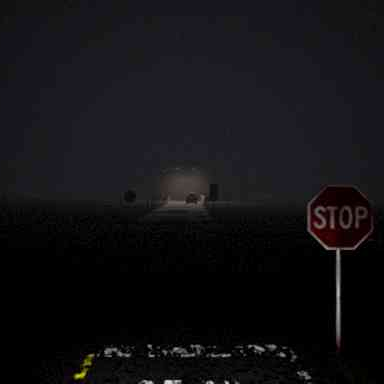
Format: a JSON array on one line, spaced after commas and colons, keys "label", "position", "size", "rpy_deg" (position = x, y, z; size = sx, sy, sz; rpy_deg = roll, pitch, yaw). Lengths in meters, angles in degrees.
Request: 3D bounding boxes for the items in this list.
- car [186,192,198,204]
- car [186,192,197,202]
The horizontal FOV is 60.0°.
[{"label": "car", "position": [-0.041, 1.332, 60.550], "size": [2.097, 1.767, 4.553], "rpy_deg": [0, 0, 0]}, {"label": "car", "position": [-0.049, 1.084, 70.615], "size": [2.150, 2.045, 5.566], "rpy_deg": [0, 0, 0]}]
